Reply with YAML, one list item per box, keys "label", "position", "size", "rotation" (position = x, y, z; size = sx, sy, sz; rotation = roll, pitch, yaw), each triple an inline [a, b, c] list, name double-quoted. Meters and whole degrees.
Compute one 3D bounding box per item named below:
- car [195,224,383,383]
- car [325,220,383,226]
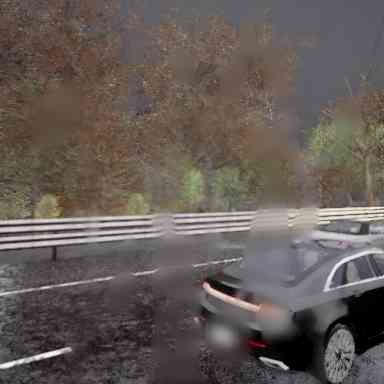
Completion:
- label: "car"
  position: [2.349, 1.534, 5.420]
  size: [4.902, 1.511, 2.128]
  rotation: [0, 0, -35]
- label: "car"
  position: [6.327, 1.703, 12.498]
  size: [4.718, 1.301, 1.895]
  rotation: [1, 0, -35]
